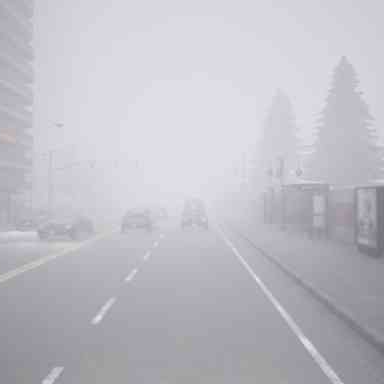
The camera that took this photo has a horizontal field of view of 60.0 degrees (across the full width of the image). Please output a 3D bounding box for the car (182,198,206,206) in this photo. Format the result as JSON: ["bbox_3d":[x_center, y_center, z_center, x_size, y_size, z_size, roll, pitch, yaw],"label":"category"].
[{"bbox_3d":[0.196,1.671,33.879,2.150,2.045,5.566,0,-1,0],"label":"car"}]

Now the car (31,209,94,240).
[{"bbox_3d":[-6.958,1.773,18.894,1.812,1.442,4.674,0,-1,0],"label":"car"}]

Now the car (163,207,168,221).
[{"bbox_3d":[-3.336,2.021,31.824,1.895,1.301,4.718,0,-1,0],"label":"car"}]

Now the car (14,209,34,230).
[{"bbox_3d":[-10.507,1.867,23.213,1.994,1.385,4.181,0,-1,1],"label":"car"}]

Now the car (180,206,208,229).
[{"bbox_3d":[0.160,1.922,24.136,1.895,1.301,4.718,0,-1,0],"label":"car"}]

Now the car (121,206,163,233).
[{"bbox_3d":[-3.340,1.778,21.699,2.128,1.511,4.902,0,-1,0],"label":"car"}]
